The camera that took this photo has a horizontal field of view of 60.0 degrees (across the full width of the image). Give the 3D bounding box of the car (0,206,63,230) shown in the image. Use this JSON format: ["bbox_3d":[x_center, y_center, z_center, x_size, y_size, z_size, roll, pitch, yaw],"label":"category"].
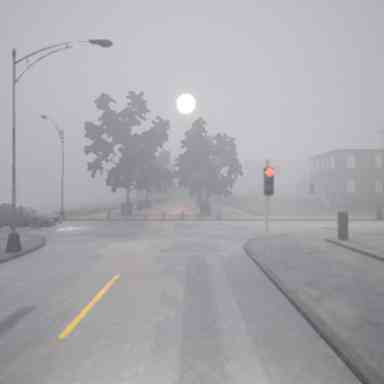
[{"bbox_3d":[-11.081,1.598,20.909,5.357,1.411,2.033,0,0,0],"label":"car"}]
